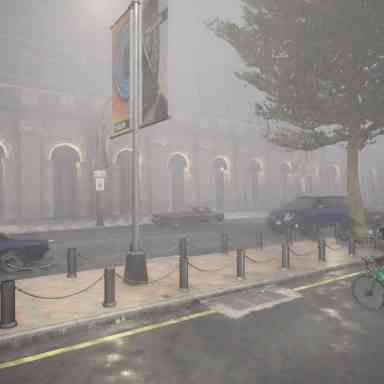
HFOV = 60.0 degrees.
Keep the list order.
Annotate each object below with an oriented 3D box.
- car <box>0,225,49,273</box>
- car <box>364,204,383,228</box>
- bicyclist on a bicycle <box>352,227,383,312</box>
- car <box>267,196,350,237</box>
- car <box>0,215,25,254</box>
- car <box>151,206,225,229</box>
[{"bbox_3d":[-6.609,1.601,9.127,4.718,1.301,1.895,0,0,-35],"label":"car"},{"bbox_3d":[12.786,1.561,22.514,4.674,1.442,1.812,0,0,-35],"label":"car"},{"bbox_3d":[3.630,1.453,5.915,0.582,1.620,1.656,0,0,-35],"label":"bicyclist on a bicycle"},{"bbox_3d":[6.635,1.223,18.347,5.566,2.045,2.150,0,0,-35],"label":"car"},{"bbox_3d":[-8.731,1.601,11.921,4.718,1.301,1.895,0,0,-35],"label":"car"},{"bbox_3d":[-0.236,1.595,21.669,4.718,1.301,1.895,0,0,-35],"label":"car"}]
